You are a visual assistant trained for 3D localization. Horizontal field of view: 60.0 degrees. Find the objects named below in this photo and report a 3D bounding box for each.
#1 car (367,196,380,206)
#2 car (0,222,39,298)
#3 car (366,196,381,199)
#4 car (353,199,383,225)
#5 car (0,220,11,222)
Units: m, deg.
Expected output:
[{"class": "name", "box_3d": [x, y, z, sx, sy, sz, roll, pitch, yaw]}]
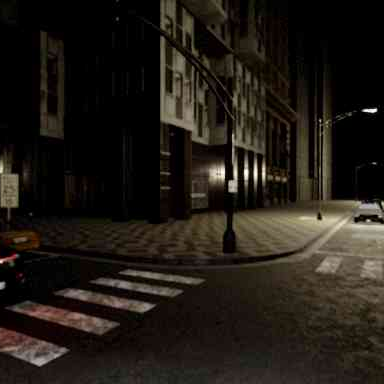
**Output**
[{"class": "car", "box_3d": [30.254, 1.416, 55.425, 1.837, 1.490, 4.892, 0, 0, 29]}, {"class": "car", "box_3d": [-5.736, 1.499, 6.616, 4.902, 1.511, 2.128, -1, 0, 17]}, {"class": "car", "box_3d": [19.842, 1.495, 36.697, 1.994, 1.385, 4.181, 0, 0, 29]}, {"class": "car", "box_3d": [12.903, 1.500, 24.213, 2.033, 1.411, 5.357, 0, 0, 29]}, {"class": "car", "box_3d": [-7.622, 1.538, 12.022, 4.829, 1.417, 1.752, 0, 0, 29]}]
